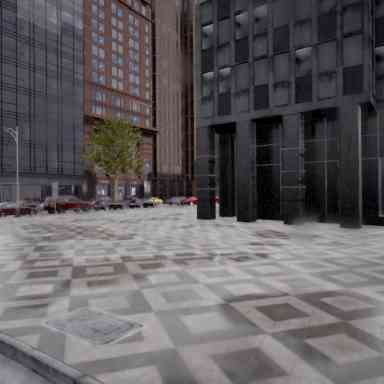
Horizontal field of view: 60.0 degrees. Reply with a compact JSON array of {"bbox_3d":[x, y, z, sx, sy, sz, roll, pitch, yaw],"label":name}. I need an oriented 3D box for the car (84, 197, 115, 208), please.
[{"bbox_3d":[-13.437,1.486,48.623,1.967,1.590,4.097,-1,0,35],"label":"car"}]

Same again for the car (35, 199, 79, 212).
[{"bbox_3d":[-16.108,1.563,39.914,1.812,1.442,4.674,-1,0,34],"label":"car"}]

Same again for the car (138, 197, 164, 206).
[{"bbox_3d":[-7.118,1.546,57.760,1.752,1.417,4.829,-1,0,35],"label":"car"}]

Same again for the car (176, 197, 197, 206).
[{"bbox_3d":[-0.013,1.464,53.047,1.887,1.381,4.507,-1,0,35],"label":"car"}]

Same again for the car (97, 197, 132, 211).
[{"bbox_3d":[-9.633,1.526,39.133,1.947,1.339,4.313,-1,0,35],"label":"car"}]

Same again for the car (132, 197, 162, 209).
[{"bbox_3d":[-6.426,1.510,43.770,1.947,1.339,4.313,-1,0,35],"label":"car"}]

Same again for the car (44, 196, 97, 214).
[{"bbox_3d":[-12.841,1.291,34.496,2.192,1.841,5.009,-1,0,35],"label":"car"}]

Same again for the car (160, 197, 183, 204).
[{"bbox_3d":[-3.814,1.576,62.539,1.947,1.339,4.313,-1,0,35],"label":"car"}]

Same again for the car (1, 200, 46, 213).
[{"bbox_3d":[-19.849,1.643,39.346,1.947,1.339,4.313,-1,0,35],"label":"car"}]

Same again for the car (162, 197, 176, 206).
[{"bbox_3d":[-2.021,1.497,54.741,2.033,1.411,5.357,-1,0,35],"label":"car"}]

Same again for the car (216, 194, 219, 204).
[{"bbox_3d":[3.192,1.224,57.687,2.192,1.841,5.009,-1,0,35],"label":"car"}]

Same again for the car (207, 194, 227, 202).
[{"bbox_3d":[5.806,1.298,76.456,2.192,1.841,5.009,-1,0,35],"label":"car"}]

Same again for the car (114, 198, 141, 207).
[{"bbox_3d":[-10.228,1.614,53.261,1.802,1.307,4.206,-1,0,35],"label":"car"}]

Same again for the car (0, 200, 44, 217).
[{"bbox_3d":[-16.046,1.577,29.856,1.802,1.307,4.206,-1,0,35],"label":"car"}]

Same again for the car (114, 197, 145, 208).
[{"bbox_3d":[-9.304,1.531,49.727,1.812,1.442,4.674,-1,0,35],"label":"car"}]
